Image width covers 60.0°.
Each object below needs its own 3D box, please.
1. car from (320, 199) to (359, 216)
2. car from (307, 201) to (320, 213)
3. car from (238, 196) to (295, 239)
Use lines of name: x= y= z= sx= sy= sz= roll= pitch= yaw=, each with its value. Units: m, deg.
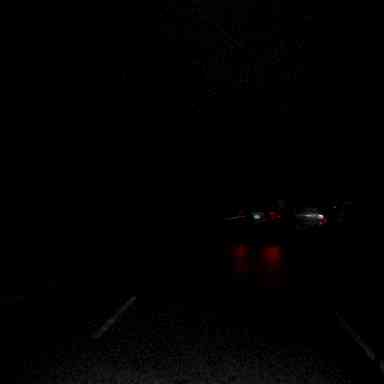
car: x=14.492 y=1.420 z=32.160 sx=2.097 sy=1.767 sz=4.553 roll=-1 pitch=-1 yaw=41
car: x=14.979 y=1.717 z=38.196 sx=1.895 sy=1.301 sz=4.718 roll=-1 pitch=-1 yaw=43
car: x=4.131 y=1.250 z=17.894 sx=2.150 sy=2.045 sz=5.566 roll=-1 pitch=0 yaw=24
